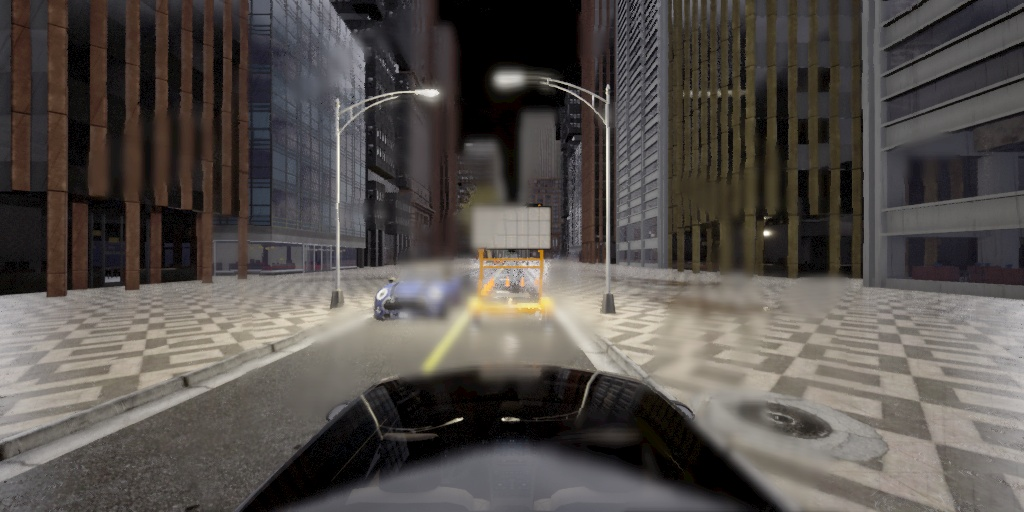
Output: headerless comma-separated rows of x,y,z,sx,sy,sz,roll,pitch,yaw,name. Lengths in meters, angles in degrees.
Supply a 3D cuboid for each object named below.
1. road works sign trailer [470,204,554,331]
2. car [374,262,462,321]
-0.010,0.215,10.971,2.380,3.560,2.880,0,0,0,road works sign trailer
-3.012,1.103,12.366,2.097,1.767,4.553,0,0,0,car
